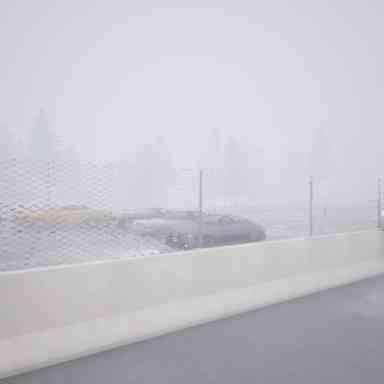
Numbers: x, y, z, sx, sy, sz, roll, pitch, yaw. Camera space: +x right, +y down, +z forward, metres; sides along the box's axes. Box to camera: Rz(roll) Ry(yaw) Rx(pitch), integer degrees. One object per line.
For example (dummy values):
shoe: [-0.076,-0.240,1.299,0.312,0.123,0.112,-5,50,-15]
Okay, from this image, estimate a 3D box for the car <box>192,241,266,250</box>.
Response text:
car: [1.012,1.558,13.263,4.181,1.385,1.994,0,0,-35]
